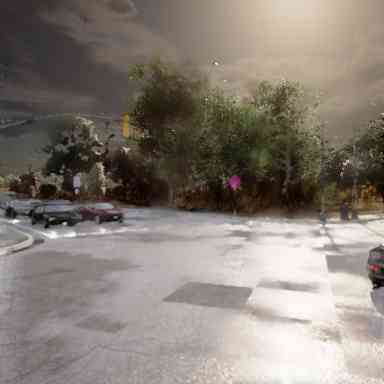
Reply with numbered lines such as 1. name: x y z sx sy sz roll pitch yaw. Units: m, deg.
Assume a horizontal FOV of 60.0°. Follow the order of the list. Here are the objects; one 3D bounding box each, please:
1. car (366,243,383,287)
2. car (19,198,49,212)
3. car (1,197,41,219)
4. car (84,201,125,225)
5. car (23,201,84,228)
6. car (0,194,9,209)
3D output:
1. car: 6.007 1.517 8.036 4.674 1.442 1.812 0 0 -36
2. car: -19.060 1.538 39.959 2.033 1.411 5.357 0 0 -39
3. car: -15.344 1.499 29.723 1.837 1.490 4.892 0 0 -39
4. car: -6.759 1.469 24.616 1.882 1.535 5.008 0 0 -39
5. car: -9.431 1.542 22.351 2.033 1.411 5.357 0 0 -39
6. car: -21.975 1.215 37.998 2.150 2.045 5.566 0 0 -39
